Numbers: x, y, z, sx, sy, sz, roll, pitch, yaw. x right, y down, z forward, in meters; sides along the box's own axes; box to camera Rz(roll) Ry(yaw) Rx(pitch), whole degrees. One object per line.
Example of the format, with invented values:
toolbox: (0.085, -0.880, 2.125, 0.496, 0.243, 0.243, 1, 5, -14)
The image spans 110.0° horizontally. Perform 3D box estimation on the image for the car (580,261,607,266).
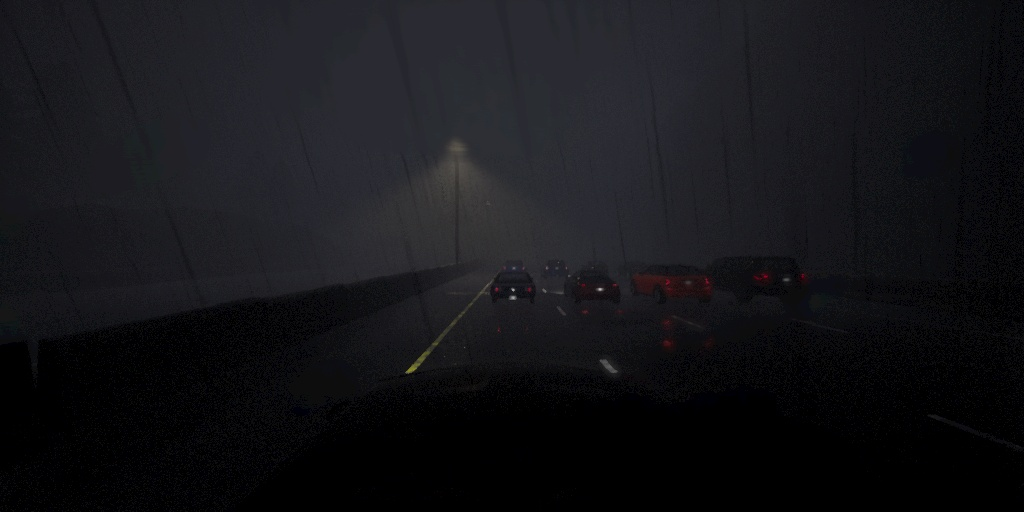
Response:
car: (7.180, 1.166, 31.398, 2.128, 1.511, 4.902, 0, 0, 0)

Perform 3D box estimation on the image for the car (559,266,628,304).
car: (3.563, 1.320, 16.429, 1.994, 1.385, 4.181, 0, 0, 0)

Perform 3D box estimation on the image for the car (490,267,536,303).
car: (0.063, 1.364, 16.487, 1.895, 1.301, 4.718, 0, 0, 0)

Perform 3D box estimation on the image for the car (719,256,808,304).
car: (10.563, 1.005, 16.405, 2.150, 2.045, 5.566, 0, 0, 0)

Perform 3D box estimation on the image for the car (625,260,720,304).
car: (7.063, 1.114, 16.372, 2.097, 1.767, 4.553, 0, 0, 0)

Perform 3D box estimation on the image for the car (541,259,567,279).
car: (3.679, 1.037, 31.394, 2.097, 1.767, 4.553, 0, 0, 0)

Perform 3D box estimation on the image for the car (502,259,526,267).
car: (0.179, 1.037, 31.421, 2.097, 1.767, 4.553, 0, 0, 0)

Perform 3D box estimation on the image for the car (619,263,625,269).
car: (10.679, 1.187, 31.371, 1.837, 1.490, 4.892, 0, 0, 0)
